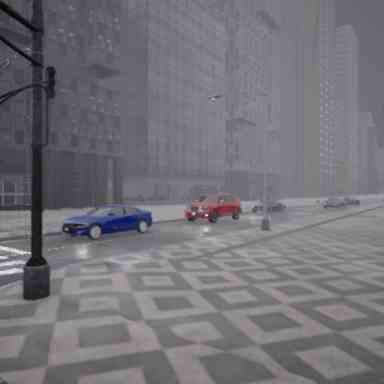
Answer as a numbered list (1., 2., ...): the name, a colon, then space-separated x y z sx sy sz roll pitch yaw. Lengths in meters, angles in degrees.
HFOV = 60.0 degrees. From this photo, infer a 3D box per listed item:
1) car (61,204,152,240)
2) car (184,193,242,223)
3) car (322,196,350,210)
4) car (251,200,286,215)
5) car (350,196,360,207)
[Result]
1. car: -4.181 1.402 16.988 1.882 1.535 5.008 0 0 36
2. car: 1.735 1.133 25.119 2.150 2.045 5.566 0 0 36
3. car: 18.078 1.443 42.146 2.033 1.411 5.357 0 0 36
4. car: 7.706 1.500 33.321 1.895 1.301 4.718 0 0 36
5. car: 24.095 1.361 50.420 1.882 1.535 5.008 0 0 36
